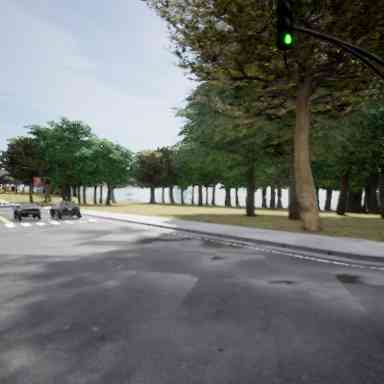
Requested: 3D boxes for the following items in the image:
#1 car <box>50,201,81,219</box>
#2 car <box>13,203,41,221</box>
[{"bbox_3d":[-12.525,1.654,32.692,2.097,1.767,4.553,-1,0,-34],"label":"car"},{"bbox_3d":[-15.563,1.857,31.388,1.837,1.490,4.892,-1,0,-34],"label":"car"}]
